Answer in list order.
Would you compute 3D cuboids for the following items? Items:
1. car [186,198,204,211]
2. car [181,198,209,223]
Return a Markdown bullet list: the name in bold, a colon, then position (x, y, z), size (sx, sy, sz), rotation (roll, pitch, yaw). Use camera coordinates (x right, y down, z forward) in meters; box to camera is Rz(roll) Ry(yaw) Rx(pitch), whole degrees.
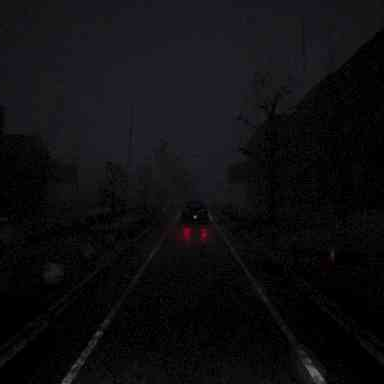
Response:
- **car**: position (0.325, 1.491, 41.662), size (2.128, 1.511, 4.902), rotation (0, 0, 0)
- **car**: position (0.235, 1.491, 25.218), size (2.128, 1.511, 4.902), rotation (0, 0, 0)
